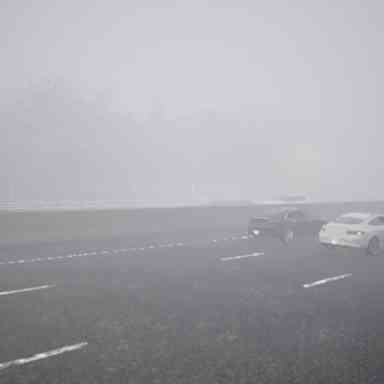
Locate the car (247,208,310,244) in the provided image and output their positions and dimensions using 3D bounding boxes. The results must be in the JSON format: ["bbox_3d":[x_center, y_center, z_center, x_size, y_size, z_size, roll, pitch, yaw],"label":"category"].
[{"bbox_3d":[4.776,1.511,15.872,4.892,1.490,1.837,0,0,-35],"label":"car"}]

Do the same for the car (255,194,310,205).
[{"bbox_3d":[8.998,1.234,31.799,5.566,2.045,2.150,1,0,-35],"label":"car"}]

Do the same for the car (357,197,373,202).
[{"bbox_3d":[32.547,1.572,61.474,5.357,1.411,2.033,0,0,-35],"label":"car"}]

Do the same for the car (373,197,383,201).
[{"bbox_3d":[34.622,1.573,58.657,4.902,1.511,2.128,0,0,-35],"label":"car"}]

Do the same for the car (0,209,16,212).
[{"bbox_3d":[-11.638,1.468,17.174,4.902,1.511,2.128,0,0,-35],"label":"car"}]

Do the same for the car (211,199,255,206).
[{"bbox_3d":[4.652,1.506,33.033,4.892,1.490,1.837,1,0,-35],"label":"car"}]

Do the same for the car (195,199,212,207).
[{"bbox_3d":[2.561,1.473,35.842,5.008,1.535,1.882,0,0,-35],"label":"car"}]

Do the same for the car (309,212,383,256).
[{"bbox_3d":[6.899,1.535,13.089,4.674,1.442,1.812,0,0,-35],"label":"car"}]
